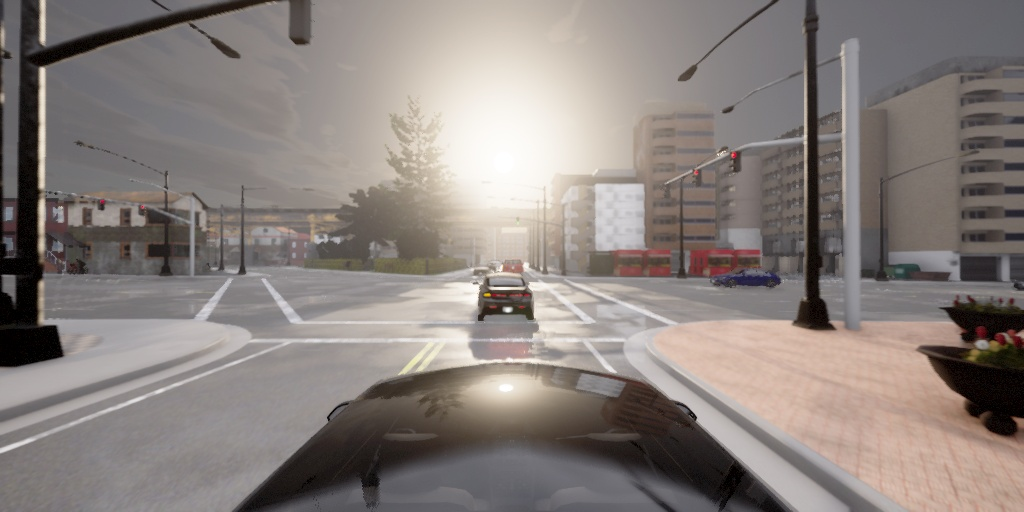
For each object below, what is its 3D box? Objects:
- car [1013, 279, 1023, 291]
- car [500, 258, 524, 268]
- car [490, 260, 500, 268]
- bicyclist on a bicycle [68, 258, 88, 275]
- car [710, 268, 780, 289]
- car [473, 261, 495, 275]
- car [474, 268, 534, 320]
[{"bbox_3d":[40.451,1.955,26.629,4.674,1.442,1.812,1,0,0],"label":"car"},{"bbox_3d":[0.095,1.260,37.881,2.150,2.045,5.566,0,0,0],"label":"car"},{"bbox_3d":[-3.548,1.758,58.186,1.994,1.385,4.181,0,0,1],"label":"car"},{"bbox_3d":[-42.679,1.019,35.289,0.582,1.620,1.656,1,0,0],"label":"bicyclist on a bicycle"},{"bbox_3d":[17.167,1.624,26.465,4.674,1.442,1.812,1,0,-1],"label":"car"},{"bbox_3d":[-3.596,1.627,43.582,2.033,1.411,5.357,0,0,0],"label":"car"},{"bbox_3d":[-0.371,1.371,13.291,1.837,1.490,4.892,1,0,-6],"label":"car"}]
